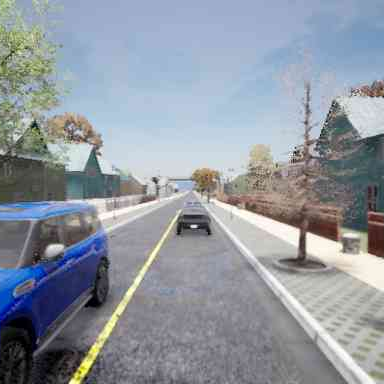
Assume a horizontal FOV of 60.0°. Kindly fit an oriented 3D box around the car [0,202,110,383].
[{"bbox_3d":[-2.825,1.220,5.000,2.150,2.045,5.566,0,0,0],"label":"car"}]

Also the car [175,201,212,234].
[{"bbox_3d":[0.098,1.495,19.228,1.837,1.490,4.892,0,0,0],"label":"car"}]

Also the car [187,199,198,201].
[{"bbox_3d":[0.097,1.531,41.742,2.033,1.411,5.357,0,0,0],"label":"car"}]
